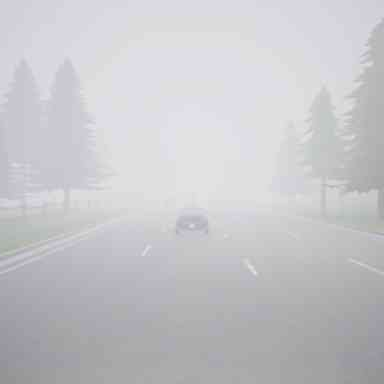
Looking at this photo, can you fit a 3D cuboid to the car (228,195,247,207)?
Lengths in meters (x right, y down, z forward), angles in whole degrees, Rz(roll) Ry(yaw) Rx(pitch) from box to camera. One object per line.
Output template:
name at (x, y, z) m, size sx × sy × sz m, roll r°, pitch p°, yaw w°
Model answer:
car at (7.011, 1.513, 49.890) m, size 1.812 × 1.442 × 4.674 m, roll 0°, pitch 0°, yaw 0°

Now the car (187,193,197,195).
car at (0.014, 1.207, 59.924) m, size 2.150 × 2.045 × 5.566 m, roll 0°, pitch 0°, yaw 0°

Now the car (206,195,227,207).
car at (3.511, 1.479, 49.474) m, size 2.128 × 1.511 × 4.902 m, roll 0°, pitch 0°, yaw 0°

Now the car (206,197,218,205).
car at (3.514, 1.586, 59.924) m, size 1.895 × 1.301 × 4.718 m, roll 0°, pitch 0°, yaw 0°

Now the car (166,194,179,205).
car at (-3.486, 1.337, 59.865) m, size 2.097 × 1.767 × 4.553 m, roll 0°, pitch 0°, yaw 0°

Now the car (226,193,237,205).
car at (7.014, 1.206, 59.923) m, size 2.150 × 2.045 × 5.566 m, roll 0°, pitch 0°, yaw 0°

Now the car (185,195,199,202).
car at (0.011, 1.552, 49.891) m, size 1.994 × 1.385 × 4.181 m, roll 0°, pitch 0°, yaw 0°

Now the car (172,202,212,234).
car at (0.004, 1.521, 18.861) m, size 1.812 × 1.442 × 4.674 m, roll 0°, pitch 0°, yaw 0°

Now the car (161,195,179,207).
car at (-3.489, 1.535, 49.475) m, size 2.033 × 1.411 × 5.357 m, roll 0°, pitch 0°, yaw 0°
